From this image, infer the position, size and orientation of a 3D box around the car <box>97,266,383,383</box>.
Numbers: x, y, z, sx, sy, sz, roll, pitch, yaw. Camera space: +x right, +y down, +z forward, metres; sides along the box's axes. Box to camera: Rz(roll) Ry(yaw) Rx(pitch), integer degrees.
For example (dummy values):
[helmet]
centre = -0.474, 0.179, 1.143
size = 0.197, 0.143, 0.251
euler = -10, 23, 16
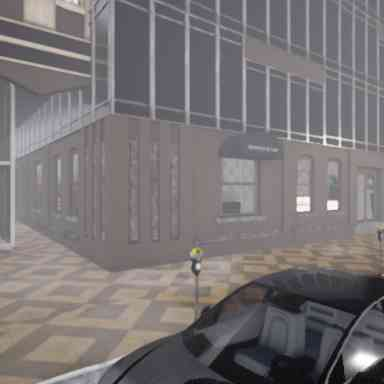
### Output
[car]
centre = 1.175, 1.566, 3.342
size = 4.313, 1.339, 1.947
euler = 0, 0, -36
